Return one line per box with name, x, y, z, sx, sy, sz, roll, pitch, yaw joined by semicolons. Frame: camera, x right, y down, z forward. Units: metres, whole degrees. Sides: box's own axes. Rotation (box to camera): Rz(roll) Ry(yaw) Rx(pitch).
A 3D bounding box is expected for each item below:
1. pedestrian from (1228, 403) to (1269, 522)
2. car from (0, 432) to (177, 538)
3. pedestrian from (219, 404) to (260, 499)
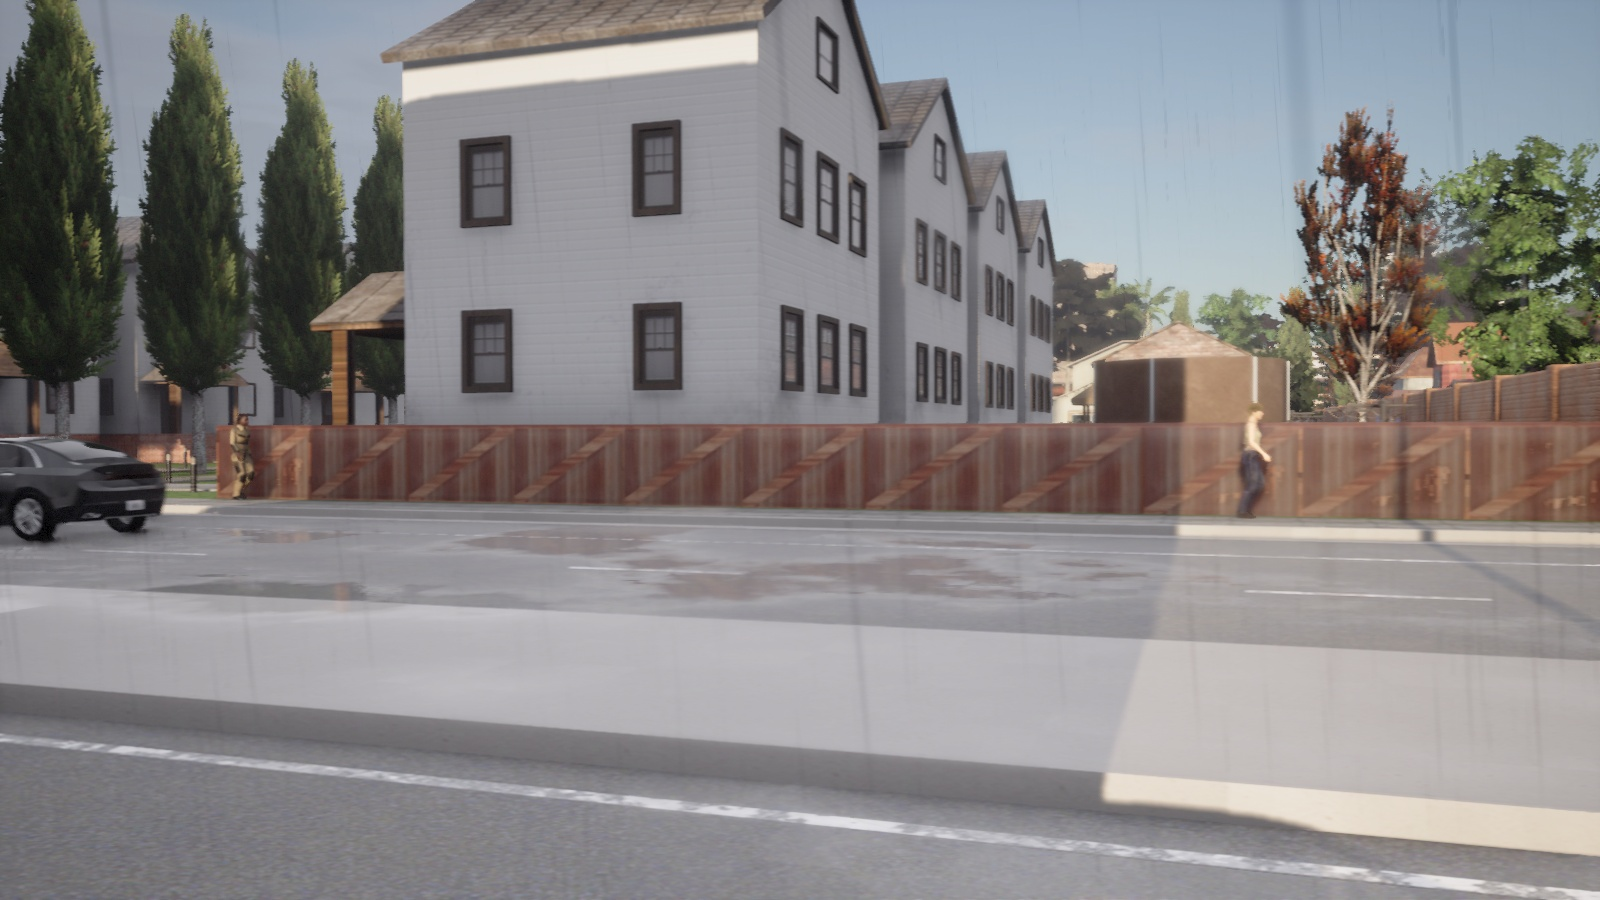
pedestrian;7.029;0.193;19.691;0.594;1.836;0.345;1;1;20
car;-12.323;0.473;19.472;4.892;1.490;1.837;1;1;19
pedestrian;-11.570;0.023;25.913;0.692;1.930;0.396;1;1;19
